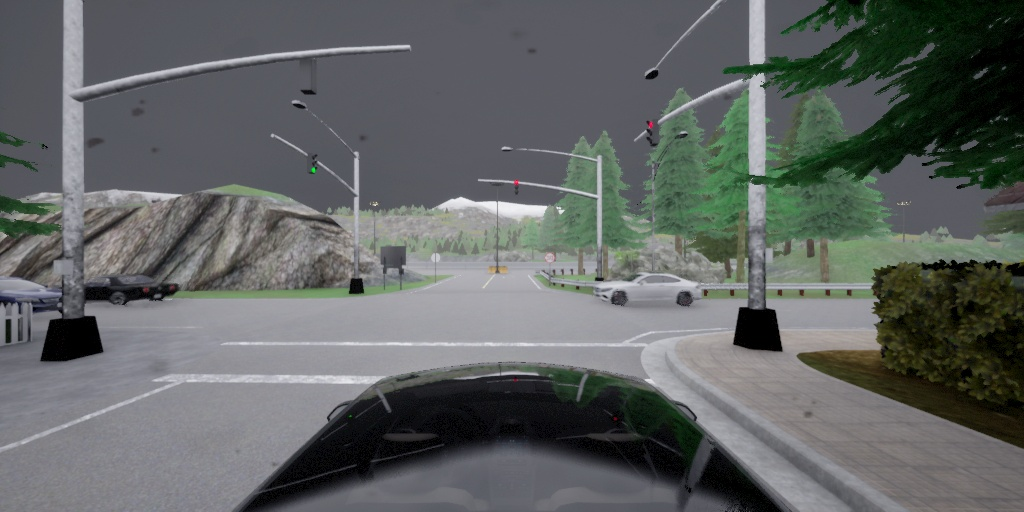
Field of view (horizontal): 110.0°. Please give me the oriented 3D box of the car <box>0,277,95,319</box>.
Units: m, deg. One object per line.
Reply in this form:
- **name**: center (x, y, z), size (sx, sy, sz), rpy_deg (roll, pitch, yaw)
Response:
- **car**: center (-18.276, 1.467, 12.714), size (4.674, 1.442, 1.812), rpy_deg (0, 0, 0)

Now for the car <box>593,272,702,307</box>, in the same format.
- **car**: center (6.034, 1.445, 16.077), size (4.674, 1.442, 1.812), rpy_deg (1, 0, -3)

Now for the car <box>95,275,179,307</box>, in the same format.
- **car**: center (-18.382, 1.541, 16.394), size (4.718, 1.301, 1.895), rpy_deg (0, 0, 0)
